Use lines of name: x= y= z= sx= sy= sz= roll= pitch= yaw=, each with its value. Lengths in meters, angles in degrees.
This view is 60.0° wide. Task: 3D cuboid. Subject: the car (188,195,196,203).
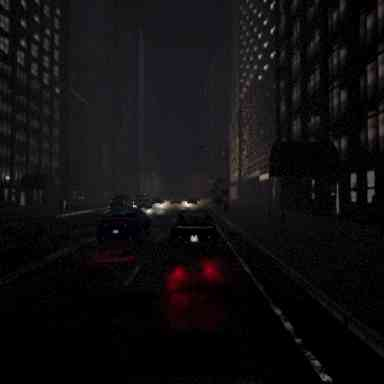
car: x=0.030 y=1.571 z=75.282 sx=1.882 sy=1.535 sz=5.008 roll=0 pitch=0 yaw=0

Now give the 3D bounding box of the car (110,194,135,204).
car: x=-9.819 y=1.347 z=46.307 sx=2.150 sy=2.045 sz=5.566 roll=0 pitch=0 yaw=0

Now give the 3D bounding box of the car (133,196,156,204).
car: x=-6.569 y=1.651 z=46.399 sx=1.812 sy=1.442 sz=4.674 roll=0 pitch=0 yaw=0

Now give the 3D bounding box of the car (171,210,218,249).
car: x=0.093 y=1.531 z=14.664 sx=2.128 sy=1.511 sz=4.902 roll=0 pitch=0 yaw=0

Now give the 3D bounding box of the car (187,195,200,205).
car: x=0.026 y=1.654 z=64.858 sx=1.882 sy=1.535 sz=5.008 roll=0 pitch=0 yaw=0

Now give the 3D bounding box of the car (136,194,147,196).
car: x=-9.740 y=1.398 z=63.361 sx=2.150 sy=2.045 sz=5.566 roll=0 pitch=0 yaw=0

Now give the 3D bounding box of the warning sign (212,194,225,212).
warning sign: x=2.849 y=1.212 z=35.472 sx=1.300 sy=1.860 sz=1.060 roll=-1 pitch=-1 yaw=0

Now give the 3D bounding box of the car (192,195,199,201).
car: x=1.012 y=1.738 z=95.462 sx=1.882 sy=1.535 sz=5.008 roll=0 pitch=0 yaw=0

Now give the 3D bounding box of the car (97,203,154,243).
car: x=-3.149 y=1.508 z=16.239 sx=1.882 sy=1.535 sz=5.008 roll=0 pitch=-1 yaw=0

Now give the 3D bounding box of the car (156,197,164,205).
car: x=-6.495 y=1.696 z=63.088 sx=1.812 sy=1.442 sz=4.674 roll=0 pitch=0 yaw=0

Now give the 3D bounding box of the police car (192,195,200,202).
police car: x=1.009 y=1.658 z=85.571 sx=1.930 sy=1.638 sz=5.238 roll=0 pitch=0 yaw=0

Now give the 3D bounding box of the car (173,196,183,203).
car: x=-3.220 y=1.645 z=75.700 sx=2.033 sy=1.411 sz=5.357 roll=0 pitch=0 yaw=0

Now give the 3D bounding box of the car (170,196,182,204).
car: x=-3.224 y=1.704 z=65.692 sx=1.812 sy=1.442 sz=4.674 roll=0 pitch=0 yaw=0
